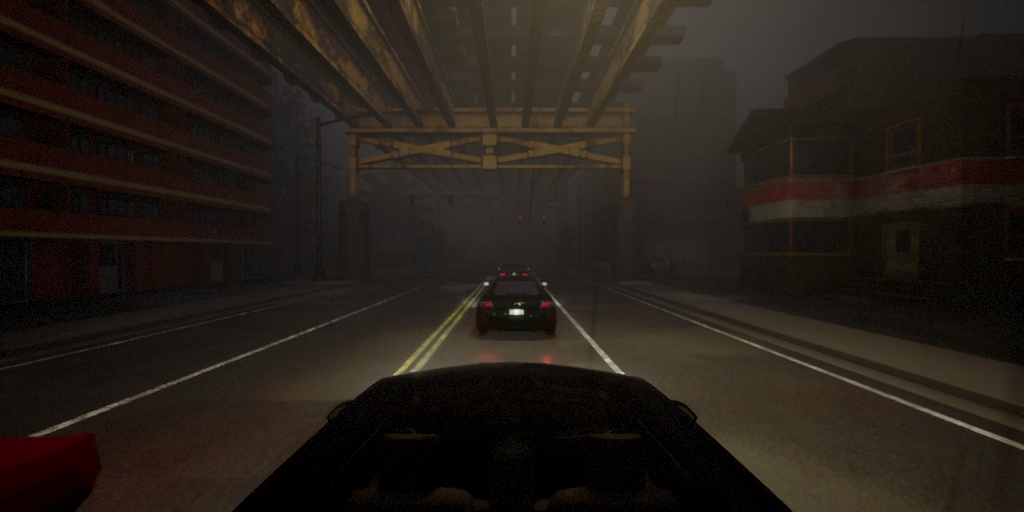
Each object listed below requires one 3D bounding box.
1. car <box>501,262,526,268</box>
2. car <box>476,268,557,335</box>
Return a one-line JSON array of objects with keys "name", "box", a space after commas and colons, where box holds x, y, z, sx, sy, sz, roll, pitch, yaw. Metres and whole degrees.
[{"name": "car", "box": [0.105, 1.065, 22.018, 2.033, 1.411, 5.357, 0, 1, 0]}, {"name": "car", "box": [0.106, 1.222, 10.184, 1.994, 1.385, 4.181, 0, 1, 0]}]
